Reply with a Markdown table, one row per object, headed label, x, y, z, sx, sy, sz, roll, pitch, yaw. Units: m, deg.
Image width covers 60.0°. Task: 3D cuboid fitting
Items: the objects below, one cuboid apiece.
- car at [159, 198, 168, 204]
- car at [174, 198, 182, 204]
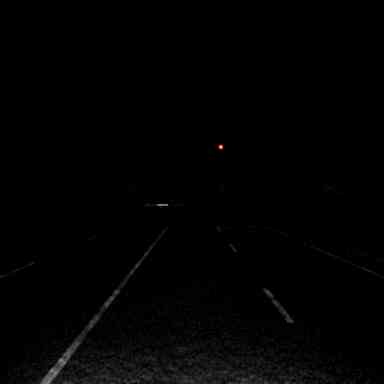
| label | x | y | z | sx | sy | sz | roll | pitch | yaw |
| --- | --- | --- | --- | --- | --- | --- | --- | --- | --- |
| car | -7.007 | 2.302 | 82.583 | 2.128 | 1.511 | 4.902 | 0 | -1 | 0 |
| car | -3.507 | 2.276 | 82.573 | 1.837 | 1.490 | 4.892 | 0 | -1 | 0 |
